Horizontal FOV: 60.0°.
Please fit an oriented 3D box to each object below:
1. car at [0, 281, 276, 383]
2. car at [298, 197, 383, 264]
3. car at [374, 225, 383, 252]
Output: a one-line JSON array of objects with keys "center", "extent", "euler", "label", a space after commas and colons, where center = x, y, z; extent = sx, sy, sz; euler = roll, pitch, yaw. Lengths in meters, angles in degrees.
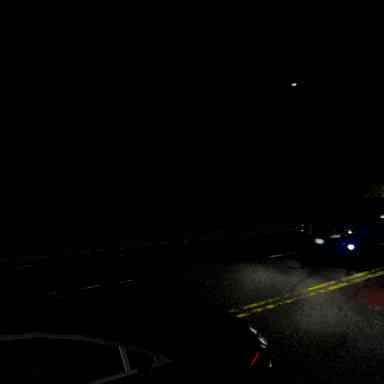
[{"center": [-1.434, 1.492, 2.440], "extent": [4.902, 1.511, 2.128], "euler": [0, 0, -36], "label": "car"}, {"center": [6.318, 1.229, 12.319], "extent": [5.566, 2.045, 2.150], "euler": [0, 0, -36], "label": "car"}, {"center": [6.637, 1.570, 8.308], "extent": [4.181, 1.385, 1.994], "euler": [0, 0, -37], "label": "car"}]
